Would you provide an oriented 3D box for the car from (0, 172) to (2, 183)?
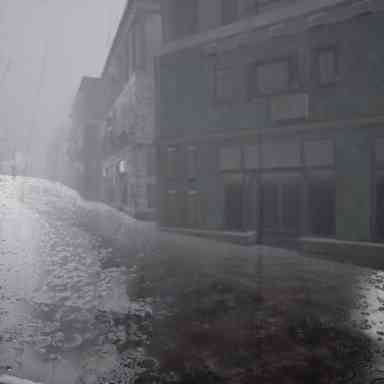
[{"bbox_3d":[-31.317,-2.526,52.471,2.150,2.045,5.566,-1,5,-27],"label":"car"}]
